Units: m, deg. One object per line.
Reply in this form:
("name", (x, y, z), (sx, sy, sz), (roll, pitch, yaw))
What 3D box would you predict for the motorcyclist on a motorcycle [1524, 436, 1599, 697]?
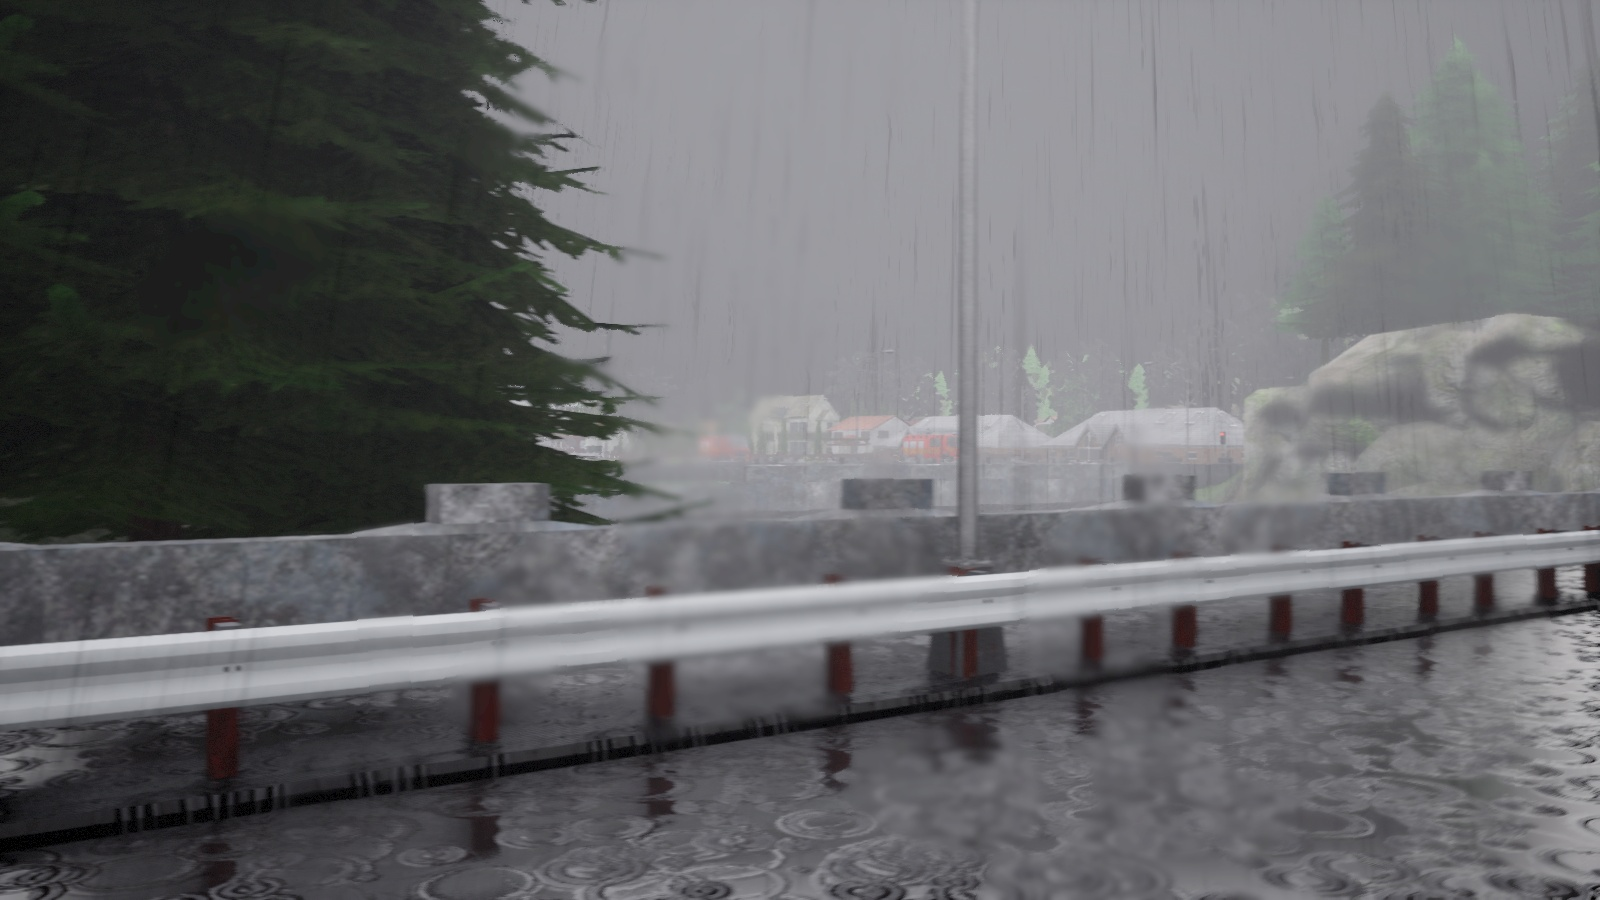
("motorcyclist on a motorcycle", (5.615, 0.707, 8.176), (1.817, 1.590, 0.866), (0, 0, -35))
